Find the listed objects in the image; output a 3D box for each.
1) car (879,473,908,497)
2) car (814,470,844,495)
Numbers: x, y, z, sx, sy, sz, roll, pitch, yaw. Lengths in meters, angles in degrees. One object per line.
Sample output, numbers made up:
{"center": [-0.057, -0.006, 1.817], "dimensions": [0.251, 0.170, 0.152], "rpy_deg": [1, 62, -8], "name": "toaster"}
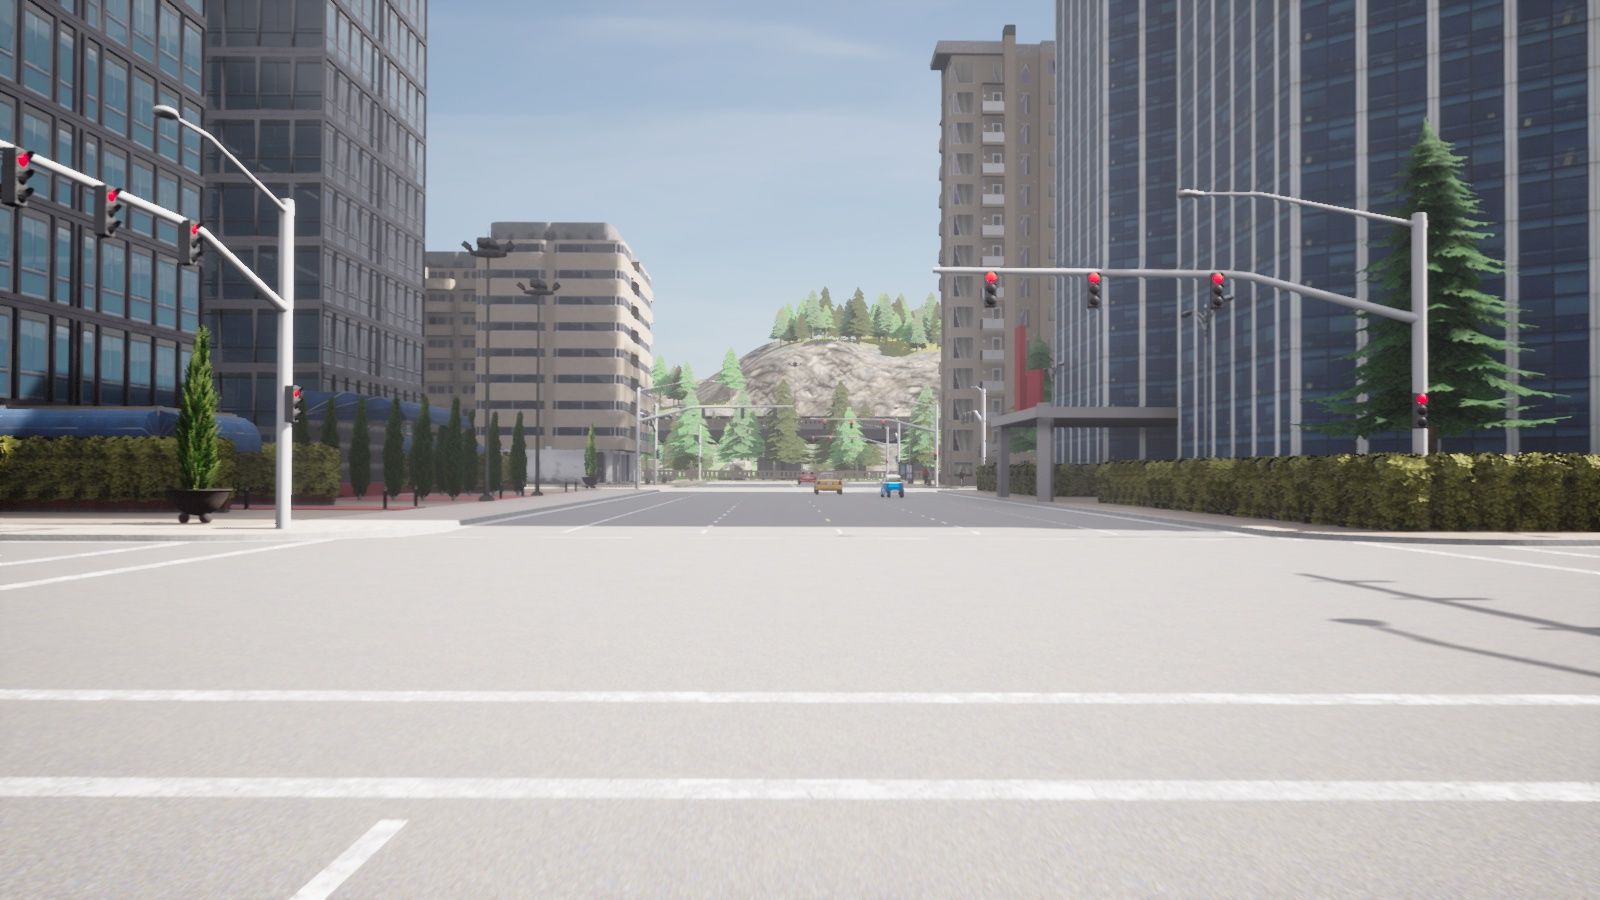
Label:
{"center": [5.583, 2.105, 75.177], "dimensions": [1.481, 1.376, 2.207], "rpy_deg": [0, -1, -1], "name": "car"}
{"center": [1.926, 2.163, 84.645], "dimensions": [1.801, 1.575, 5.366], "rpy_deg": [0, -1, -1], "name": "car"}
